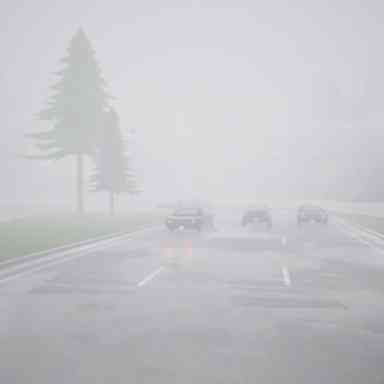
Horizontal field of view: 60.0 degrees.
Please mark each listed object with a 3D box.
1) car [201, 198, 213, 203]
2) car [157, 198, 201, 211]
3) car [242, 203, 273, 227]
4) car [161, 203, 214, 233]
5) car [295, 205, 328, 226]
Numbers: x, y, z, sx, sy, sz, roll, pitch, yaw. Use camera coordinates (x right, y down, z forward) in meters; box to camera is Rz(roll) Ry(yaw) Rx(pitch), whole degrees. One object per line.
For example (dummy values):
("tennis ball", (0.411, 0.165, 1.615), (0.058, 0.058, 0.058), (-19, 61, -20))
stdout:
("car", (0.487, 1.474, 40.122), (4.674, 1.442, 1.812), (0, 0, 40))
("car", (-1.700, 1.549, 37.648), (4.718, 1.301, 1.895), (0, 0, 38))
("car", (4.491, 1.502, 22.695), (1.812, 1.442, 4.674), (0, 0, 14))
("car", (0.031, 1.575, 19.573), (1.895, 1.301, 4.718), (0, 0, 15))
("car", (8.259, 1.582, 23.379), (1.895, 1.301, 4.718), (0, 0, 15))
